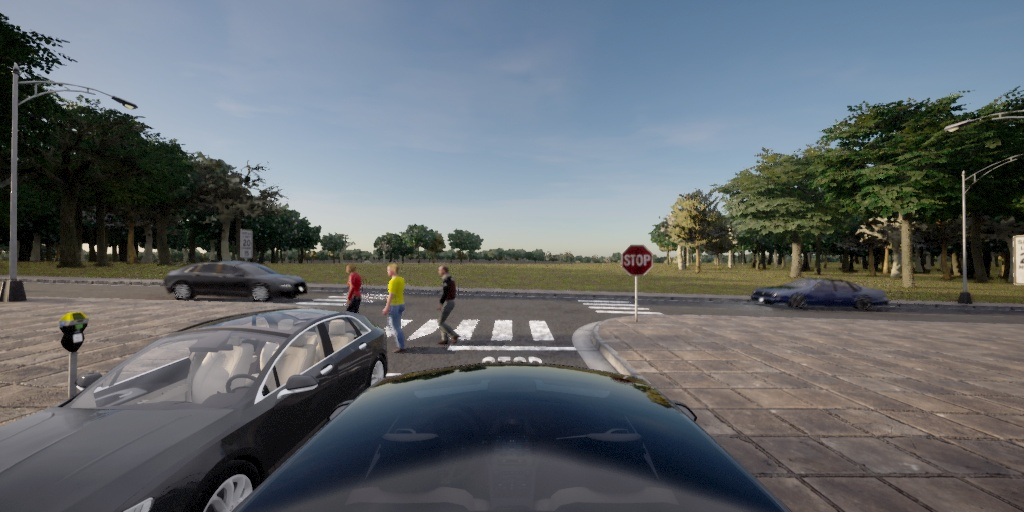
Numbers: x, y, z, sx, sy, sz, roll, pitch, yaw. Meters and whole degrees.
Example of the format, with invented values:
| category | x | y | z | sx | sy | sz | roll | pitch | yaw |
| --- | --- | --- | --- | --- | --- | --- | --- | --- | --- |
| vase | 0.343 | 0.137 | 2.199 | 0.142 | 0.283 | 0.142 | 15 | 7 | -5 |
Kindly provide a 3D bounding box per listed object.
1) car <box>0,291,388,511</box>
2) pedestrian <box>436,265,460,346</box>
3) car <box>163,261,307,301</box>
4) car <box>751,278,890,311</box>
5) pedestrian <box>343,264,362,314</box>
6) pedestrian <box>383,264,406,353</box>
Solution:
| category | x | y | z | sx | sy | sz | roll | pitch | yaw |
| --- | --- | --- | --- | --- | --- | --- | --- | --- | --- |
| car | -2.638 | 1.301 | 3.614 | 2.007 | 1.370 | 4.403 | 0 | 0 | 0 |
| pedestrian | -1.409 | 1.043 | 7.955 | 0.375 | 1.860 | 0.375 | 1 | -1 | 0 |
| car | -10.704 | 0.981 | 14.078 | 4.892 | 1.490 | 1.837 | 2 | -1 | 0 |
| car | 14.513 | 1.761 | 17.020 | 5.357 | 1.411 | 2.033 | 2 | -1 | 0 |
| pedestrian | -3.796 | 1.044 | 8.555 | 0.375 | 1.860 | 0.375 | 1 | -1 | 0 |
| pedestrian | -2.381 | 1.045 | 7.355 | 0.375 | 1.860 | 0.375 | 1 | -1 | 0 |
